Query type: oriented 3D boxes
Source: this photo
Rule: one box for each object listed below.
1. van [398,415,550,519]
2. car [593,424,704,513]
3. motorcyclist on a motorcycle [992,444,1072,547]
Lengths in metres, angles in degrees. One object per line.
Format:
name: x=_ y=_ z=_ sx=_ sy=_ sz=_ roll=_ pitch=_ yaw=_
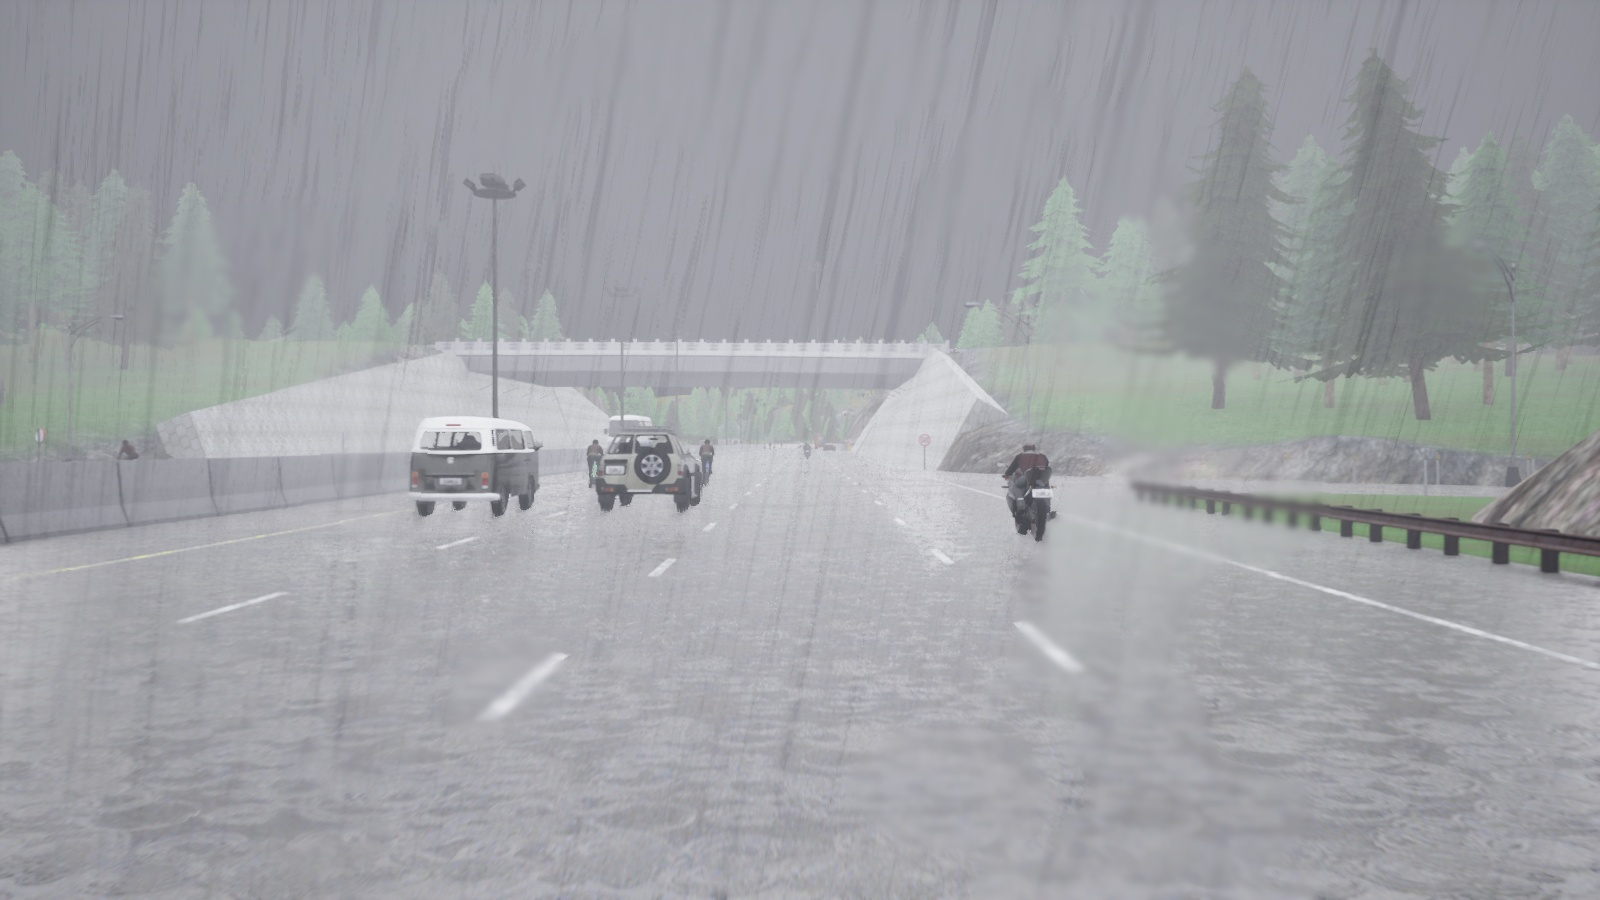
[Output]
van: x=-6.832 y=0.315 z=26.841 sx=2.069 sy=2.038 sz=4.480 roll=0 pitch=1 yaw=0
car: x=-3.323 y=0.398 z=28.445 sx=1.932 sy=1.855 sz=4.605 roll=0 pitch=0 yaw=0
motorcyclist on a motorcycle: x=3.628 y=0.673 z=19.823 sx=0.866 sy=1.530 sz=2.191 roll=0 pitch=0 yaw=0
